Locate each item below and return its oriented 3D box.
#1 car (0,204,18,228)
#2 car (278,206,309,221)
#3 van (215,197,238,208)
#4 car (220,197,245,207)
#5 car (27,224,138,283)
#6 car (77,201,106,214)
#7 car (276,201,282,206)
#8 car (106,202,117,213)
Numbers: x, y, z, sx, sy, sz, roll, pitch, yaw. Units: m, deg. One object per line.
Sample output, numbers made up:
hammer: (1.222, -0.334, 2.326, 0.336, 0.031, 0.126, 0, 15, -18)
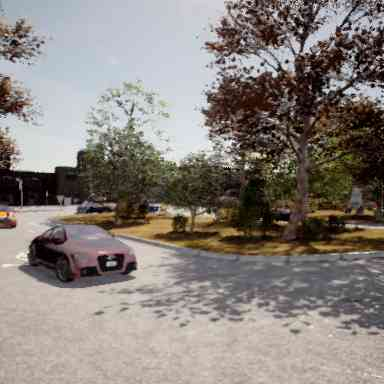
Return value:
car: (-14.449, 1.726, 24.856, 2.097, 1.767, 4.553, 3, -2, -35)
car: (8.859, 2.267, 31.873, 1.895, 1.301, 4.718, 3, -3, -35)
van: (5.856, 1.968, 57.857, 1.878, 1.987, 4.442, 1, -1, -36)
car: (9.186, 2.174, 75.170, 2.435, 2.045, 5.566, 2, -1, -36)
car: (-3.409, 1.695, 10.081, 1.994, 1.385, 4.181, 3, -3, -42)
car: (-13.546, 2.008, 43.784, 2.185, 1.767, 4.553, 0, 0, -35)
car: (14.988, 2.137, 64.295, 2.435, 2.045, 5.566, 2, -1, -36)
car: (-10.995, 2.164, 45.668, 2.002, 1.452, 4.674, 0, 0, -36)
